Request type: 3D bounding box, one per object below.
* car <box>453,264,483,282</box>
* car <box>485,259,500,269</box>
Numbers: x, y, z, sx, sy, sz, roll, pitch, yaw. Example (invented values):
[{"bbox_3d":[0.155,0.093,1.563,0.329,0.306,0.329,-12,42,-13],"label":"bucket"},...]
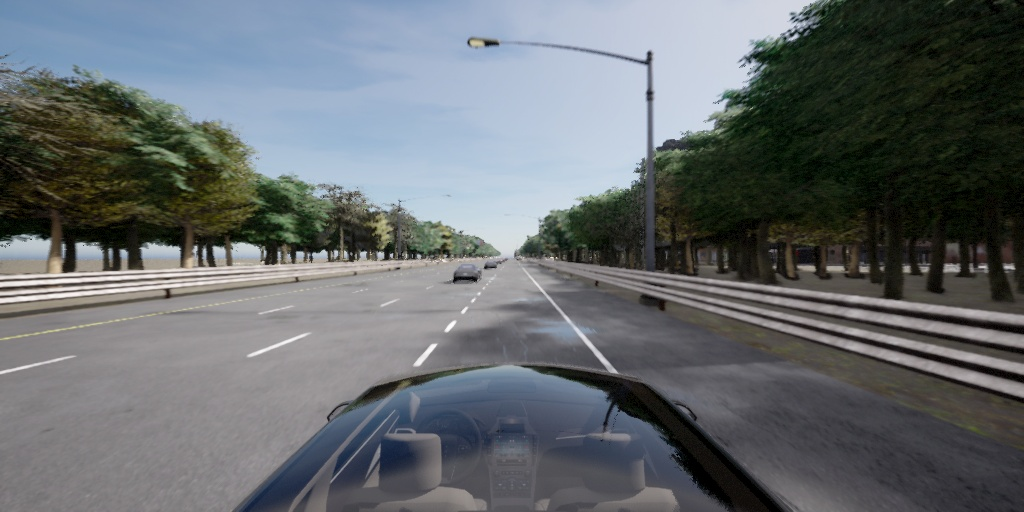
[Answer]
[{"bbox_3d":[-3.488,1.327,28.673,1.994,1.385,4.181,0,0,0],"label":"car"},{"bbox_3d":[-3.409,1.368,58.834,1.994,1.385,4.181,0,0,0],"label":"car"}]
